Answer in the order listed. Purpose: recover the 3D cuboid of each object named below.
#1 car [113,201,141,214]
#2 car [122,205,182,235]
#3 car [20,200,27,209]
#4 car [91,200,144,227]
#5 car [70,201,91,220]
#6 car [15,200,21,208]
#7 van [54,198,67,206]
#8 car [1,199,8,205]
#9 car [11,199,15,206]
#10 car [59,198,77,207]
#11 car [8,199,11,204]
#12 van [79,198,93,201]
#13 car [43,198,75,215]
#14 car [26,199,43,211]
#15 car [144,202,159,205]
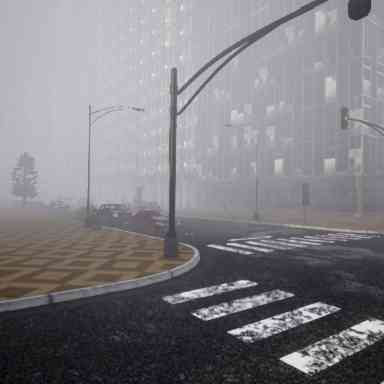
[{"bbox_3d":[-8.486,1.974,42.946,1.752,1.417,4.829,1,-1,-35],"label":"car"},{"bbox_3d":[-2.241,1.662,19.372,1.802,1.307,4.206,1,-1,-35],"label":"car"},{"bbox_3d":[-25.023,2.029,51.987,1.947,1.339,4.313,1,-1,-35],"label":"car"},{"bbox_3d":[-5.496,1.575,24.033,1.967,1.590,4.097,1,-1,-35],"label":"car"},{"bbox_3d":[-8.653,1.713,28.552,1.752,1.417,4.829,1,-1,-35],"label":"car"},{"bbox_3d":[-28.277,2.062,56.647,1.887,1.381,4.507,1,-1,-35],"label":"car"},{"bbox_3d":[-27.916,2.117,70.765,1.690,1.788,3.998,1,-1,-35],"label":"van"},{"bbox_3d":[-41.296,2.287,75.283,2.008,1.369,4.403,1,-1,-35],"label":"car"},{"bbox_3d":[-31.533,2.123,61.305,2.008,1.369,4.403,1,-1,-35],"label":"car"},{"bbox_3d":[-24.662,2.036,66.106,2.192,1.841,5.009,1,-1,-35],"label":"car"},{"bbox_3d":[-34.787,2.209,65.965,1.802,1.307,4.206,1,-1,-35],"label":"car"},{"bbox_3d":[-18.153,1.952,56.787,1.690,1.788,3.998,1,-1,-35],"label":"van"},{"bbox_3d":[-15.259,1.739,38.011,1.967,1.590,4.097,1,-1,-35],"label":"car"},{"bbox_3d":[-21.769,1.959,47.328,2.008,1.369,4.403,1,-1,-35],"label":"car"},{"bbox_3d":[-5.135,1.832,38.149,1.967,1.590,4.097,1,-1,-35],"label":"car"}]
